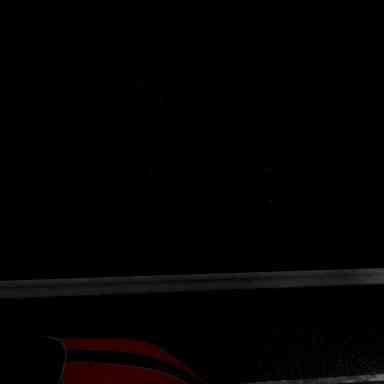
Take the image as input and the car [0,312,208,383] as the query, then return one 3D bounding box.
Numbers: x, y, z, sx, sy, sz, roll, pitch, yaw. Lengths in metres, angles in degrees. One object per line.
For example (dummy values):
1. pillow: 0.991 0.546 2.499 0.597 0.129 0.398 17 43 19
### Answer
1. car: -1.885 1.352 1.629 4.553 1.767 2.097 0 0 -6
